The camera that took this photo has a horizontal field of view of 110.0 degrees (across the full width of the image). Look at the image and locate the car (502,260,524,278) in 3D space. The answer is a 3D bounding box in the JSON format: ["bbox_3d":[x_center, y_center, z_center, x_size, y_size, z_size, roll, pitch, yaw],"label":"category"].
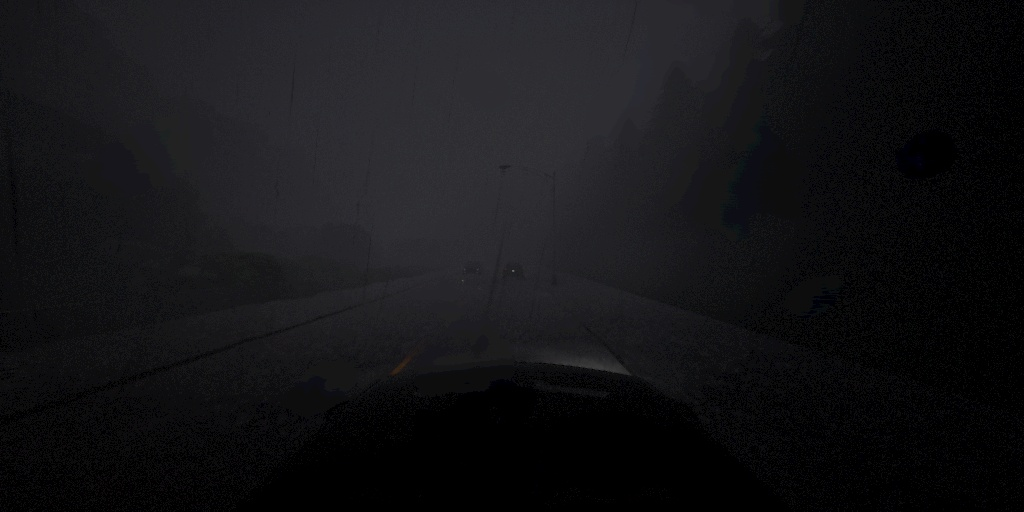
[{"bbox_3d":[0.108,1.316,34.168,1.994,1.385,4.181,0,0,0],"label":"car"}]

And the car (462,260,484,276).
[{"bbox_3d":[-4.072,1.230,38.094,1.882,1.535,5.008,0,0,0],"label":"car"}]
